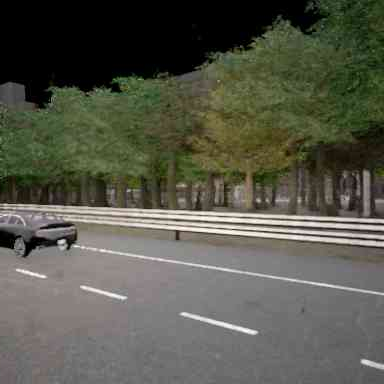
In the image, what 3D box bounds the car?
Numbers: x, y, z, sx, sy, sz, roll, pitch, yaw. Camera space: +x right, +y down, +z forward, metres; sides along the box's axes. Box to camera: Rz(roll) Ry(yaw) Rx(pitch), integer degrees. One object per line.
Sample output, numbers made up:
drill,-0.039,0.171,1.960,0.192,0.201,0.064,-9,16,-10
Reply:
car,-6.416,1.497,12.749,4.902,1.511,2.128,0,0,36
